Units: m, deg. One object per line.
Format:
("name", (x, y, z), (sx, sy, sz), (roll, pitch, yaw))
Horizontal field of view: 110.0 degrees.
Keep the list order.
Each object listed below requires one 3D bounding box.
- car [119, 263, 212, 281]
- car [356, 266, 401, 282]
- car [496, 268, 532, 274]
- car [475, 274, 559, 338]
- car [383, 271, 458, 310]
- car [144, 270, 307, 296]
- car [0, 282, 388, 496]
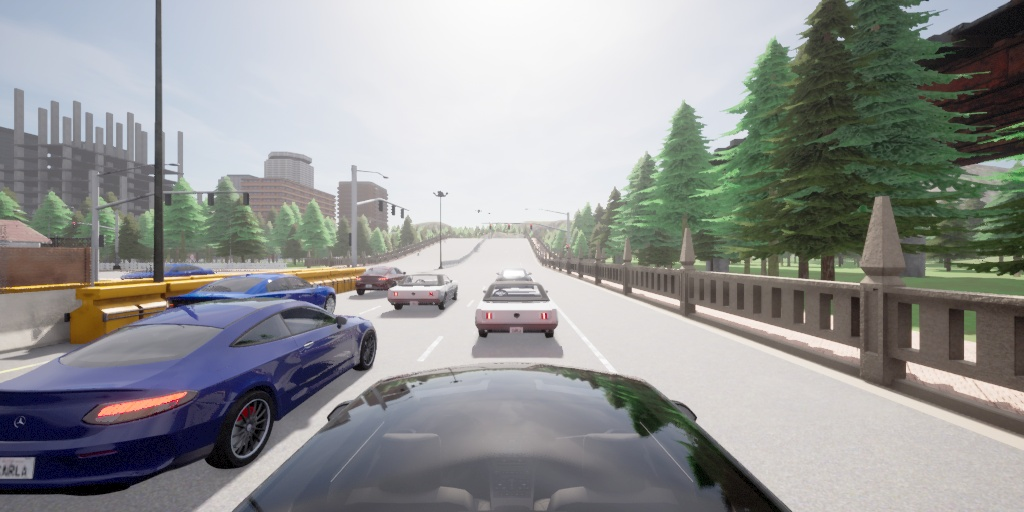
("car", (-21.006, 1.228, 22.058), (1.882, 1.535, 5.008), (0, 0, -1))
("car", (-6.895, 1.276, 19.540), (1.812, 1.442, 4.674), (0, 0, 0))
("car", (0.105, 1.314, 18.899), (1.994, 1.385, 4.181), (0, 0, 0))
("car", (0.103, 1.351, 10.147), (1.895, 1.301, 4.718), (0, 0, 0))
("car", (-3.396, 1.351, 14.660), (1.895, 1.301, 4.718), (0, 0, 0))
("car", (-6.897, 1.228, 10.199), (1.882, 1.535, 5.008), (0, 0, 0))
("car", (-3.398, 1.276, 4.741), (1.812, 1.442, 4.674), (0, 0, 0))
